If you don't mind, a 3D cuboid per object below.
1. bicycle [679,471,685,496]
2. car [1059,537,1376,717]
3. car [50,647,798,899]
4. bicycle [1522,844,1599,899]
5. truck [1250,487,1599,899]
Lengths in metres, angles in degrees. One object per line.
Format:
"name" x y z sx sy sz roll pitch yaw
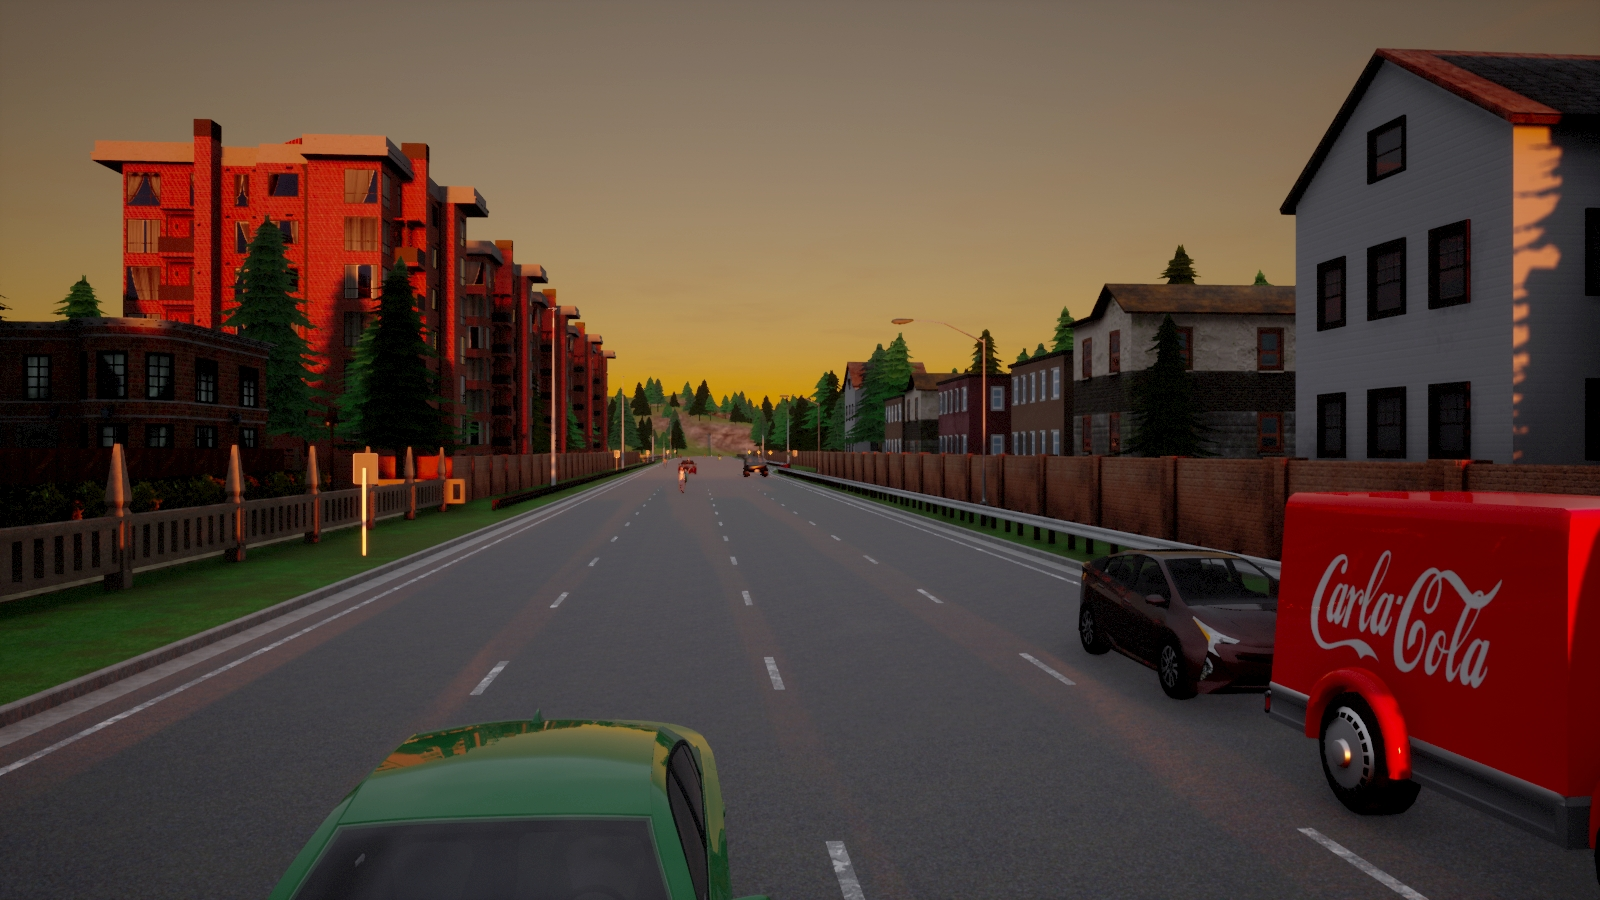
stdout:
"bicycle" -7.285 2.056 70.459 0.373 1.496 1.643 0 0 -5
"car" 4.945 2.040 14.354 2.007 1.525 4.514 0 0 -5
"car" -1.202 2.034 4.748 2.097 1.535 5.006 0 0 -5
"bicycle" 2.623 2.056 2.959 0.373 1.496 1.643 0 0 -4
"truck" 5.566 1.568 7.740 2.627 2.467 5.204 0 0 -5
